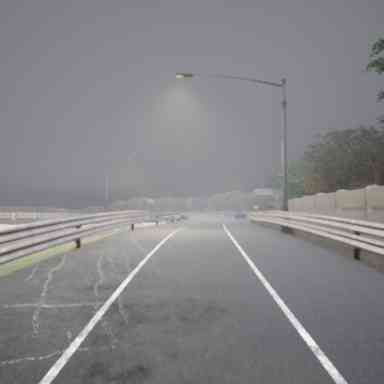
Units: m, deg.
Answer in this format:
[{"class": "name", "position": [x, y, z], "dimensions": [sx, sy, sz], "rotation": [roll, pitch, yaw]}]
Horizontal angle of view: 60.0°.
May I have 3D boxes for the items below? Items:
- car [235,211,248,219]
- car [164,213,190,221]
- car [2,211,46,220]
[{"class": "car", "position": [12.423, 5.762, 83.409], "dimensions": [2.150, 2.045, 5.566], "rotation": [-2, -4, 24]}, {"class": "car", "position": [-2.746, 4.438, 59.665], "dimensions": [2.033, 1.411, 5.357], "rotation": [-3, -5, 39]}, {"class": "car", "position": [-21.260, 3.144, 42.249], "dimensions": [5.008, 1.535, 1.882], "rotation": [3, -5, -37]}]
